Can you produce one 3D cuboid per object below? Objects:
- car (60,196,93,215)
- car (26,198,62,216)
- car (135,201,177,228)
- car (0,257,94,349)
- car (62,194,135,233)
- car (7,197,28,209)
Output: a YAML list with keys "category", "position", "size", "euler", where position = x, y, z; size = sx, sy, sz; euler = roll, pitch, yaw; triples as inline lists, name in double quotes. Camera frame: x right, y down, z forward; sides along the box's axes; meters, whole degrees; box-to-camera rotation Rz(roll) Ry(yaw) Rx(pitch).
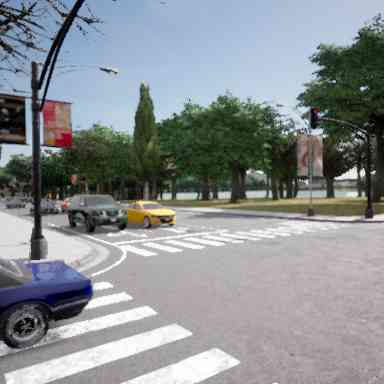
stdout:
- category: "car"
  position: [-12.007, 1.319, 34.407]
  size: [2.097, 1.767, 4.553]
  euler: [-1, 0, -35]
- category: "car"
  position: [-14.269, 1.584, 31.981]
  size: [1.994, 1.385, 4.181]
  euler: [-1, 0, -35]
- category: "car"
  position: [-2.885, 1.359, 21.516]
  size: [1.882, 1.535, 5.008]
  euler: [-1, 0, -35]
- category: "car"
  position: [-3.994, 1.619, 4.695]
  size: [4.718, 1.301, 1.895]
  euler: [-1, 1, -35]
- category: "car"
  position: [-5.772, 1.163, 19.958]
  size: [2.150, 2.045, 5.566]
  euler: [-1, 0, -35]
- category: "car"
  position: [-25.234, 1.752, 47.645]
  size: [1.994, 1.385, 4.181]
  euler: [-1, 0, -35]
